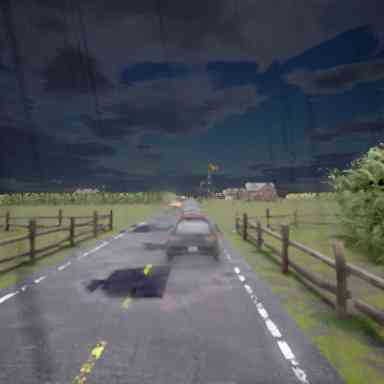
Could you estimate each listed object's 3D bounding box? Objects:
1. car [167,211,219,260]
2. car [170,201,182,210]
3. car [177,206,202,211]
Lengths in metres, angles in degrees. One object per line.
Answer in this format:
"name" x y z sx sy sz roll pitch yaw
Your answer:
"car" 0.056 1.704 13.029 1.812 1.442 4.674 0 -1 1
"car" -2.786 2.311 57.988 1.882 1.535 5.008 0 -1 1
"car" 0.047 1.972 26.680 1.895 1.301 4.718 0 -1 1
